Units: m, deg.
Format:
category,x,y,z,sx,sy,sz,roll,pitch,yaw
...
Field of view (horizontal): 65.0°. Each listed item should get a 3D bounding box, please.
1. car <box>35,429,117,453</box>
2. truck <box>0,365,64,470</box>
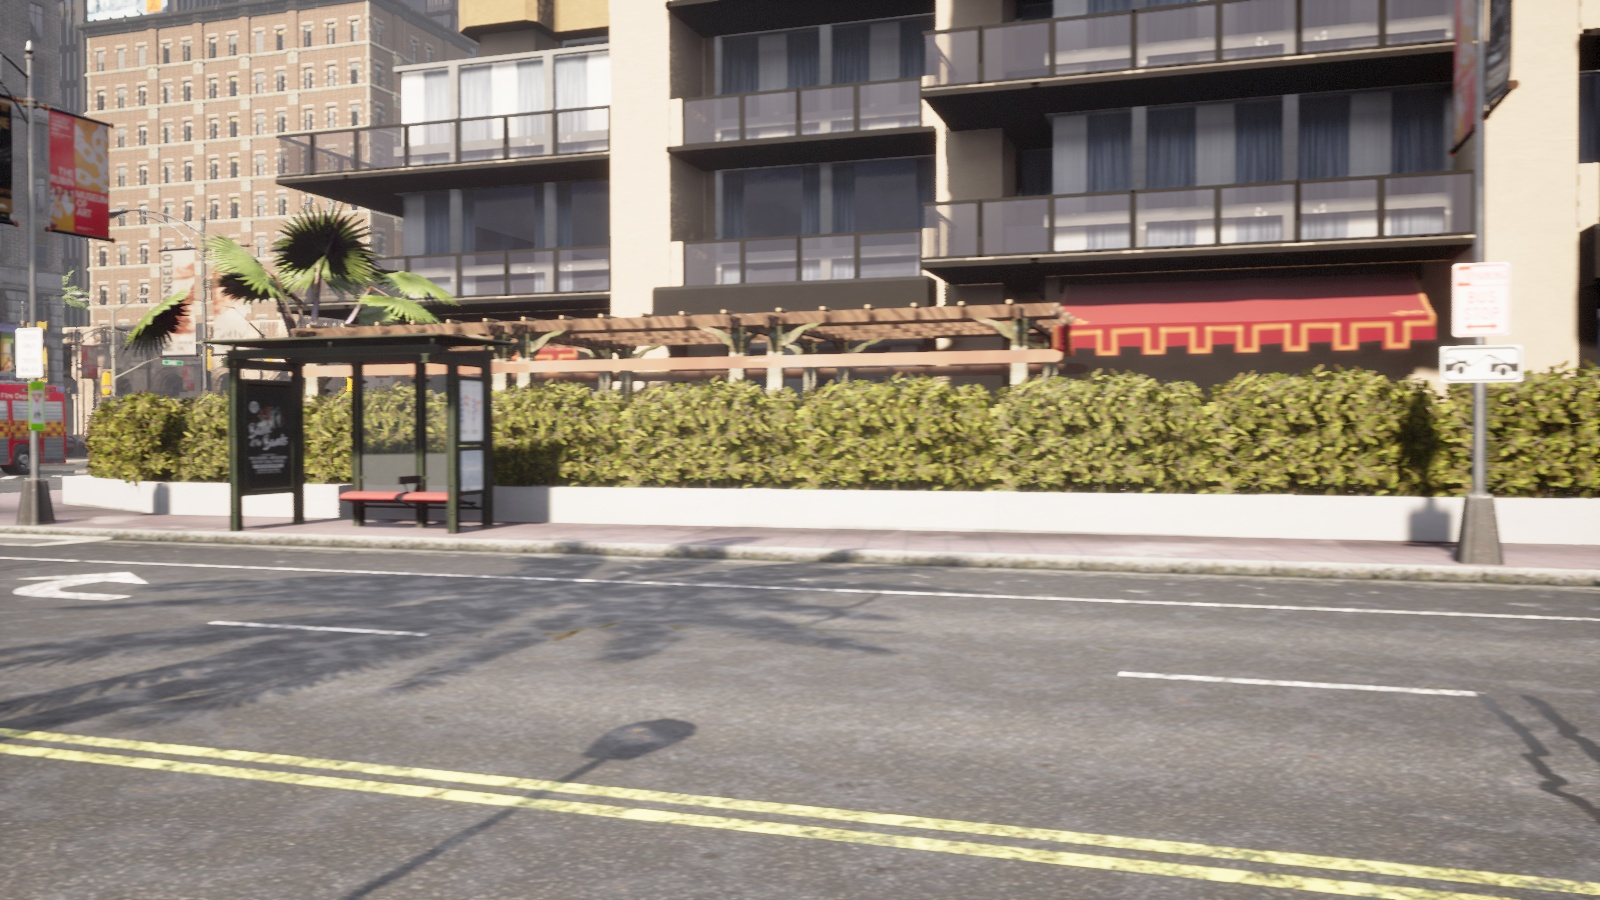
category,x,y,z,sx,sy,sz,roll,pitch,yaw
car,-45.922,-0.595,79.628,4.674,1.442,1.812,1,1,18
truck,-30.905,-1.167,44.525,2.891,3.827,8.468,1,1,18
